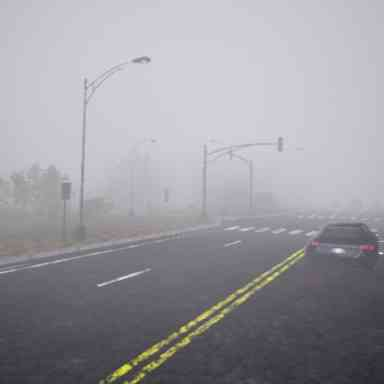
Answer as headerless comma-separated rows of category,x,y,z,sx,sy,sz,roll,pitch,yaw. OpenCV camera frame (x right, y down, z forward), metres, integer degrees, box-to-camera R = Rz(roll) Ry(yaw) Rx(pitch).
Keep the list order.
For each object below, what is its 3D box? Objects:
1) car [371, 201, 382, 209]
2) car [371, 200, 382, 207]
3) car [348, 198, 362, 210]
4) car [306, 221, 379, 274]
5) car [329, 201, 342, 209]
car,36.170,2.542,65.338,1.812,1.442,4.674,0,-1,30
car,41.145,2.615,74.018,2.033,1.411,5.357,0,-1,30
car,29.928,2.109,60.985,2.150,2.045,5.566,0,0,30
car,5.229,1.691,11.343,1.994,1.385,4.181,0,0,30
car,27.084,2.426,62.559,1.994,1.385,4.181,0,-1,30
